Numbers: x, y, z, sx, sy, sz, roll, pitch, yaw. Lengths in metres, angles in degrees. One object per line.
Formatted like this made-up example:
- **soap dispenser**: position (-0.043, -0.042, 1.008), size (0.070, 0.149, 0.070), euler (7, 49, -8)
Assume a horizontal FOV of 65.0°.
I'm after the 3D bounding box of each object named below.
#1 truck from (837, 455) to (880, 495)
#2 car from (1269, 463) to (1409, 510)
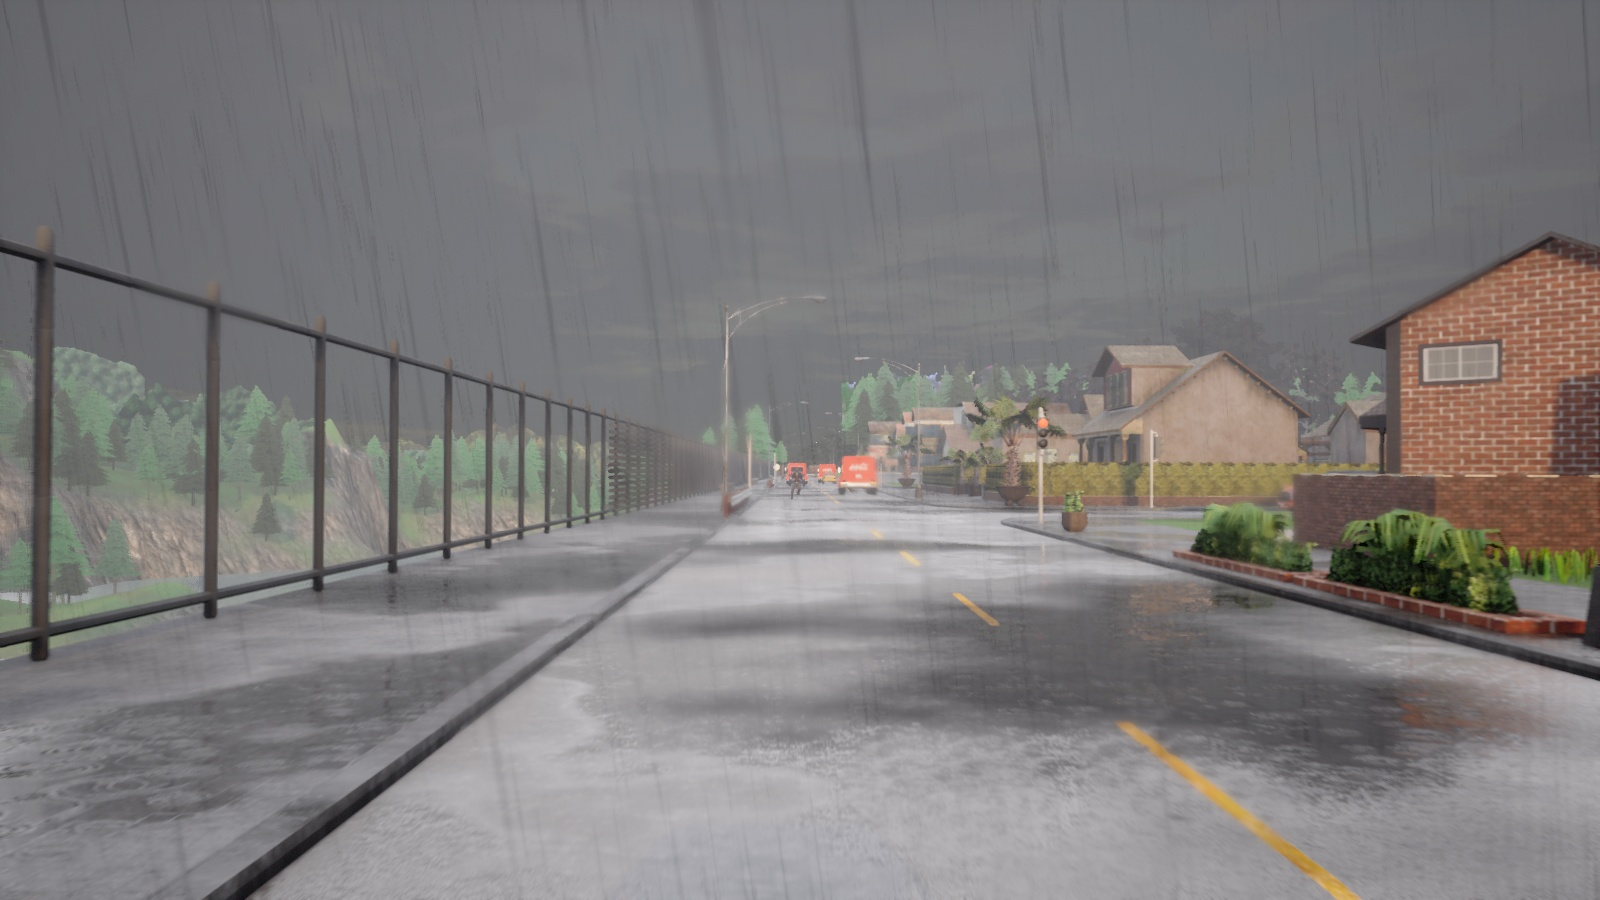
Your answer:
- **truck**: position (3.807, 1.678, 82.800), size (2.627, 2.467, 5.204), euler (0, -2, 0)
- **car**: position (21.087, 1.413, 49.280), size (4.553, 1.767, 2.097), euler (0, -1, 0)
